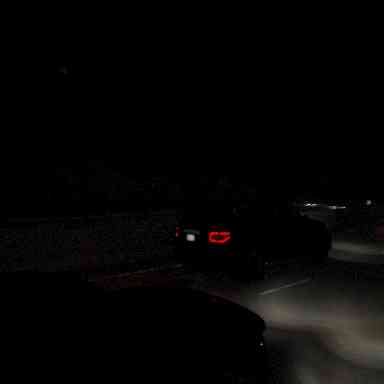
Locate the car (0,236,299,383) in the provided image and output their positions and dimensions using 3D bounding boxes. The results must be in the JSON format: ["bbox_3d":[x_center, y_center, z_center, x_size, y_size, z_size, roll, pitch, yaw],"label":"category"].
[{"bbox_3d":[-1.461,1.486,2.896,5.008,1.535,1.882,0,0,-35],"label":"car"}]

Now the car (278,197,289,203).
[{"bbox_3d":[22.810,1.910,83.273,1.837,1.490,4.892,0,0,4],"label":"car"}]

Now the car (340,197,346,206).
[{"bbox_3d":[25.459,1.666,57.580,1.882,1.535,5.008,0,0,19],"label":"car"}]

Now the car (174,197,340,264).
[{"bbox_3d":[2.011,1.231,10.055,5.566,2.045,2.150,0,0,-40],"label":"car"}]

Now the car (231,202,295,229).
[{"bbox_3d":[5.029,1.531,22.922,2.128,1.511,4.902,0,0,42],"label":"car"}]

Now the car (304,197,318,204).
[{"bbox_3d":[25.000,1.843,70.044,1.994,1.385,4.181,0,0,10],"label":"car"}]

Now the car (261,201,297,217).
[{"bbox_3d":[8.551,1.641,32.585,1.994,1.385,4.181,0,0,36],"label":"car"}]

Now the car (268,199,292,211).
[{"bbox_3d":[11.622,1.705,43.660,1.994,1.385,4.181,0,0,29],"label":"car"}]
